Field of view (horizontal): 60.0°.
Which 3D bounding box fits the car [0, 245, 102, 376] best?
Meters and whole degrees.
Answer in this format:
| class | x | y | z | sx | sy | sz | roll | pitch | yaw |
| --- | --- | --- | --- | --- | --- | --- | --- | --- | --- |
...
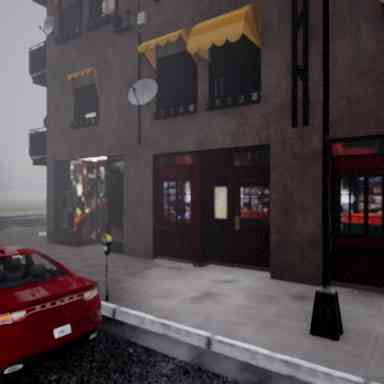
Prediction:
| class | x | y | z | sx | sy | sz | roll | pitch | yaw |
| --- | --- | --- | --- | --- | --- | --- | --- | --- | --- |
| car | -3.367 | 1.529 | 5.295 | 4.507 | 1.381 | 1.887 | 0 | 0 | 36 |
